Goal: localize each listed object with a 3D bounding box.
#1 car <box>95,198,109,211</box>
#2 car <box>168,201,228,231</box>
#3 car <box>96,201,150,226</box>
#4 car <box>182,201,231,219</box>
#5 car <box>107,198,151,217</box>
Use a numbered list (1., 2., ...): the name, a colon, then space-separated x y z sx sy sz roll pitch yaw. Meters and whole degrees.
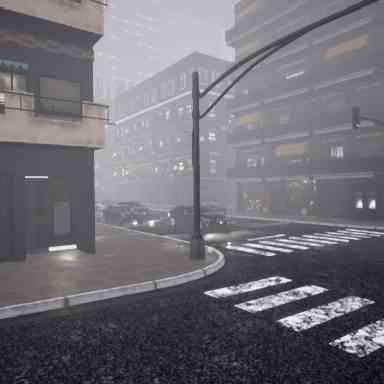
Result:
1. car: -11.347 1.568 37.244 1.812 1.442 4.674 -1 1 -36
2. car: 0.268 1.534 21.209 1.837 1.490 4.892 -1 1 -36
3. car: -5.182 1.632 24.527 1.947 1.339 4.313 -1 1 -36
4. car: 1.198 1.512 29.152 2.008 1.369 4.403 -1 1 -36
5. car: -5.300 1.540 28.887 1.837 1.490 4.892 -1 1 -36
